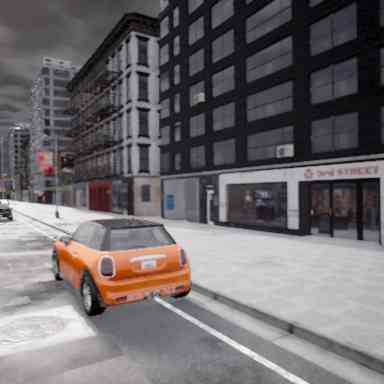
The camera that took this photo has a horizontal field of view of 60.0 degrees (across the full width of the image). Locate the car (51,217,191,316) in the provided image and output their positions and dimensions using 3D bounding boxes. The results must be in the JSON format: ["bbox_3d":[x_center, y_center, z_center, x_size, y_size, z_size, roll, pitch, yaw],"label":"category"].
[{"bbox_3d":[-1.952,1.401,8.027,2.097,1.767,4.553,-1,0,-33],"label":"car"}]

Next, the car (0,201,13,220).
[{"bbox_3d":[-17.574,1.827,30.472,1.837,1.490,4.892,-1,0,-32],"label":"car"}]
